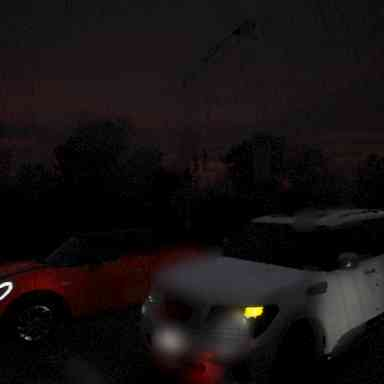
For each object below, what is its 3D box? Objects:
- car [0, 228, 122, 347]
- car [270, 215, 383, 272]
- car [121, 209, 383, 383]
[{"bbox_3d":[-1.965,1.596,6.942,4.553,1.767,2.097,0,-2,-37],"label":"car"},{"bbox_3d":[5.269,1.759,12.572,4.892,1.490,1.837,0,-2,-38],"label":"car"},{"bbox_3d":[1.921,1.347,5.501,5.566,2.045,2.150,0,-2,-38],"label":"car"}]
